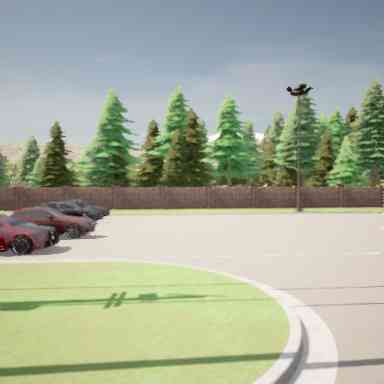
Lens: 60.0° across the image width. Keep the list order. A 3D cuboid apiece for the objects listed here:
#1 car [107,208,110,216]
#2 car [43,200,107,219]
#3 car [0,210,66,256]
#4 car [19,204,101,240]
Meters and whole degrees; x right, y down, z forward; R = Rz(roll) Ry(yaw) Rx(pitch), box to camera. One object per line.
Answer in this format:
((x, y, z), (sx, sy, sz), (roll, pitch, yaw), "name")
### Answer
((-8.937, 1.377, 26.118), (4.892, 1.490, 1.837), (0, 0, -5), "car")
((-8.636, 1.397, 22.630), (4.892, 1.490, 1.837), (0, 0, -5), "car")
((-7.165, 1.513, 12.219), (4.181, 1.385, 1.994), (0, 0, -5), "car")
((-6.994, 1.454, 15.758), (4.674, 1.442, 1.812), (0, 0, -5), "car")
